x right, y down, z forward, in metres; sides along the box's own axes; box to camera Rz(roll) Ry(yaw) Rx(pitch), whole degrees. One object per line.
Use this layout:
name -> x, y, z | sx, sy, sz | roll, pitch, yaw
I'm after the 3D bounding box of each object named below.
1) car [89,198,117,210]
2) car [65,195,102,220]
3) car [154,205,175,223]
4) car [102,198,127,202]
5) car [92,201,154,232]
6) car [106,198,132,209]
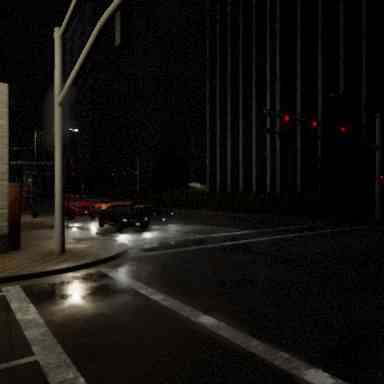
car -> -11.648, 1.524, 43.349 | 1.837, 1.490, 4.892 | 0, 0, -36
car -> -10.041, 1.258, 28.758 | 2.150, 2.045, 5.566 | 0, 0, -36
car -> -3.246, 1.628, 25.273 | 1.895, 1.301, 4.718 | 0, 0, -36
car -> -8.493, 1.380, 32.621 | 2.097, 1.767, 4.553 | 0, 0, -35
car -> -4.455, 1.562, 20.950 | 1.812, 1.442, 4.674 | 0, 0, -36
car -> -10.582, 1.612, 47.843 | 1.895, 1.301, 4.718 | 0, 0, -36
